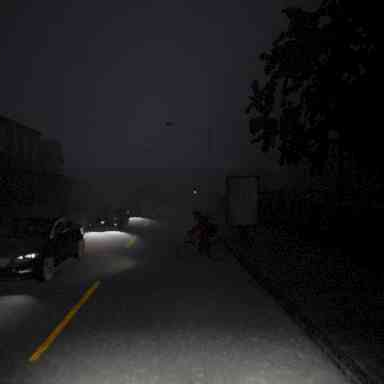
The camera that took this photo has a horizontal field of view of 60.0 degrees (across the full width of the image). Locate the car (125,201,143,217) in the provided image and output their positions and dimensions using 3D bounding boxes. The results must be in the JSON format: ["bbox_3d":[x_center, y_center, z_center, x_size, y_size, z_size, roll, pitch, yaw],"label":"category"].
[{"bbox_3d":[-5.696,1.557,30.923,1.994,1.385,4.181,0,0,-3],"label":"car"}]

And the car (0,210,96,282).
[{"bbox_3d":[-4.567,1.490,9.770,2.128,1.511,4.902,0,0,-3],"label":"car"}]

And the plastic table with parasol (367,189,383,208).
[{"bbox_3d":[25.882,0.870,45.639,2.482,2.480,2.482,1,-2,-41],"label":"plastic table with parasol"}]

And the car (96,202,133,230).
[{"bbox_3d":[-5.160,1.559,20.897,1.994,1.385,4.181,0,0,-2],"label":"car"}]

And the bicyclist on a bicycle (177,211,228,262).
[{"bbox_3d":[0.330,1.424,10.564,1.656,1.620,0.582,-1,0,-3],"label":"bicyclist on a bicycle"}]
